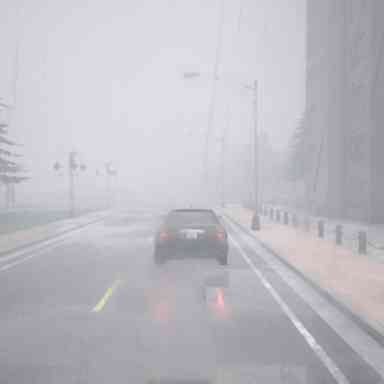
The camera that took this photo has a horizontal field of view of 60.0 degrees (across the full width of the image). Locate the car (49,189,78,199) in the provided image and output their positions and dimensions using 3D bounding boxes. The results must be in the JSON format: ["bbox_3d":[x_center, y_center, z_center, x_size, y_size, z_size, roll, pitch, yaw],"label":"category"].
[{"bbox_3d":[-24.933,0.605,64.703,3.806,1.475,1.970,0,1,0],"label":"car"}]

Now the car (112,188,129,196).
[{"bbox_3d":[-17.827,0.057,83.222,3.866,1.878,1.905,0,1,0],"label":"car"}]

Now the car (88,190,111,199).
[{"bbox_3d":[-17.506,0.625,61.739,3.633,1.501,1.845,0,1,0],"label":"car"}]

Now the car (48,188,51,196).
[{"bbox_3d":[-35.929,0.252,86.663,4.514,1.523,2.007,0,1,0],"label":"car"}]

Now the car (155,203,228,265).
[{"bbox_3d":[-0.033,1.196,11.297,2.097,1.767,4.553,0,1,-1],"label":"car"}]

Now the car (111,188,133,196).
[{"bbox_3d":[-17.408,0.113,80.318,4.605,1.855,1.932,0,1,0],"label":"car"}]

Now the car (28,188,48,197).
[{"bbox_3d":[-35.950,0.400,76.671,3.633,1.501,1.845,0,1,0],"label":"car"}]
